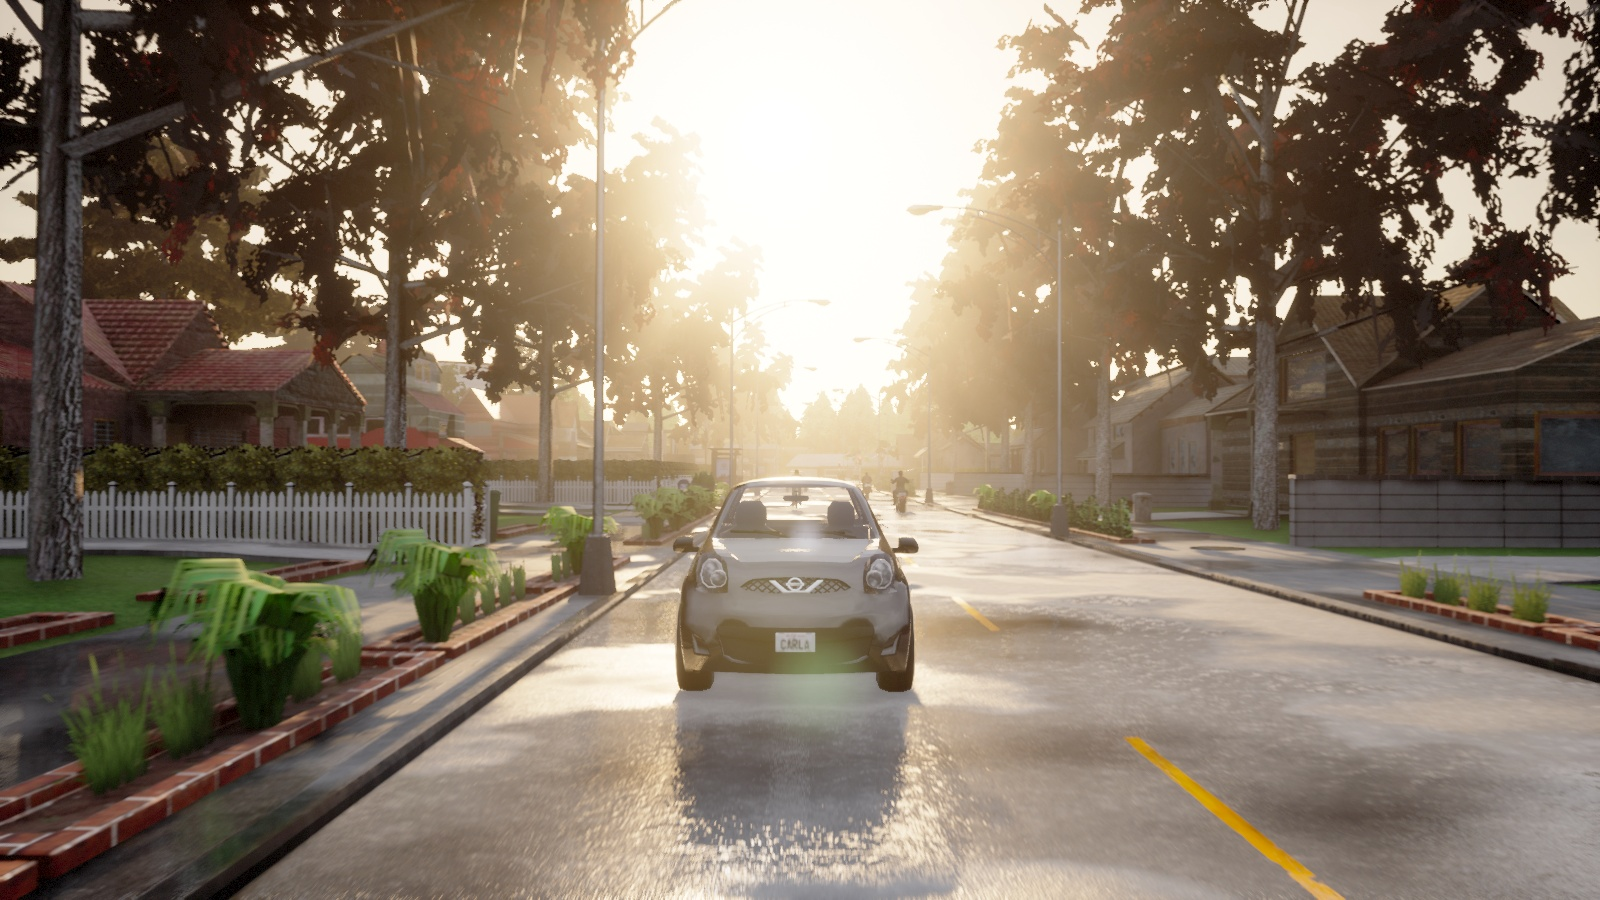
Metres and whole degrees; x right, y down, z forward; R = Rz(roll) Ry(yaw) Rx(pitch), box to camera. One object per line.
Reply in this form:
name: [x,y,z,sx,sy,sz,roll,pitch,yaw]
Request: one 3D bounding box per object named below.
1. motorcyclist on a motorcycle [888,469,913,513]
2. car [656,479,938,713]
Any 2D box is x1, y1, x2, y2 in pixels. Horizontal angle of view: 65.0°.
motorcyclist on a motorcycle: [3.880,1.564,48.635,0.766,1.649,2.350,0,-1,0]
car: [-0.025,0.997,10.052,1.845,1.501,3.633,0,-1,0]
